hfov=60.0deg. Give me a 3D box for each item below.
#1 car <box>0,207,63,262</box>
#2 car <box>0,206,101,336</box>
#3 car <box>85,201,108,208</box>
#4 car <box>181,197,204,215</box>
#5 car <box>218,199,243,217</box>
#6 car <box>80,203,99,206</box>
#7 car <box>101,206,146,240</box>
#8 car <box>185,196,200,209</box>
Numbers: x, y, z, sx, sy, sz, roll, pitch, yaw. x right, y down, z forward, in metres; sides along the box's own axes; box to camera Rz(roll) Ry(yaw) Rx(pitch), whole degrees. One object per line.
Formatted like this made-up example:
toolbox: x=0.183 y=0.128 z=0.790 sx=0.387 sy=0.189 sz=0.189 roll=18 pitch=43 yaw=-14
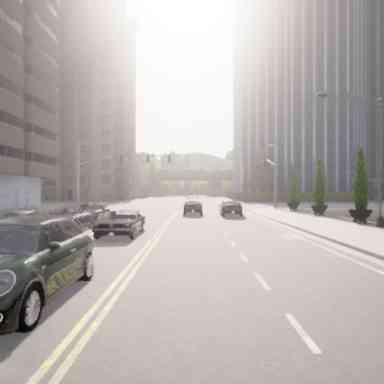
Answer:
car: x=-7.091 y=1.465 z=13.093 sx=2.128 sy=1.511 sz=4.902 roll=0 pitch=0 yaw=0
car: x=-3.598 y=1.338 z=6.778 sx=2.097 sy=1.767 sz=4.553 roll=0 pitch=0 yaw=0
car: x=-7.048 y=1.458 z=23.570 sx=1.837 sy=1.490 sz=4.892 roll=0 pitch=0 yaw=0
car: x=0.054 y=1.440 z=32.676 sx=1.837 sy=1.490 sz=4.892 roll=0 pitch=0 yaw=-1
car: x=3.538 y=1.443 z=30.696 sx=1.837 sy=1.490 sz=4.892 roll=0 pitch=0 yaw=1
car: x=-7.002 y=1.529 z=18.869 sx=1.994 sy=1.385 sz=4.181 roll=0 pitch=0 yaw=0
car: x=-3.581 y=1.567 z=17.052 sx=1.895 sy=1.301 sz=4.718 roll=0 pitch=0 yaw=0
car: x=0.097 y=1.387 z=45.364 sx=1.882 sy=1.535 sz=5.008 roll=0 pitch=0 yaw=0
